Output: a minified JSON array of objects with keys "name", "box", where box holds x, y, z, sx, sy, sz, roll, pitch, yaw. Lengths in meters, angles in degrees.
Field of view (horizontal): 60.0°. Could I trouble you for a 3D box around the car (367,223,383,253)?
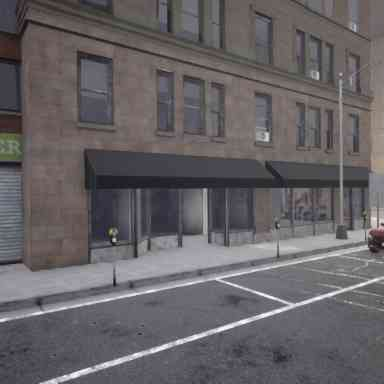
[{"name":"car","box":[8.377,1.541,12.566,4.507,1.381,1.887,0,-1,-36]}]
